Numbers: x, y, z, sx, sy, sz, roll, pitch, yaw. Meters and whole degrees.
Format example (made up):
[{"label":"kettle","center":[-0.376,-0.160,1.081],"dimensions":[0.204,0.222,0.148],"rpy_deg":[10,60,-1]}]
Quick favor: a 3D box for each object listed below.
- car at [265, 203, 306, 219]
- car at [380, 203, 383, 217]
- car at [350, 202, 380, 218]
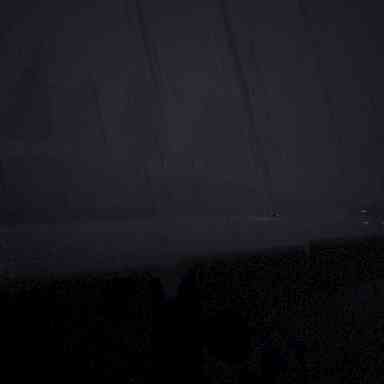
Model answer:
[{"label":"car","center":[8.979,1.778,31.883],"dimensions":[4.181,1.385,1.994],"rpy_deg":[1,0,-35]},{"label":"car","center":[19.991,1.636,31.132],"dimensions":[4.553,1.767,2.097],"rpy_deg":[1,0,-35]},{"label":"car","center":[18.104,1.790,34.086],"dimensions":[4.892,1.490,1.837],"rpy_deg":[1,0,-35]}]
